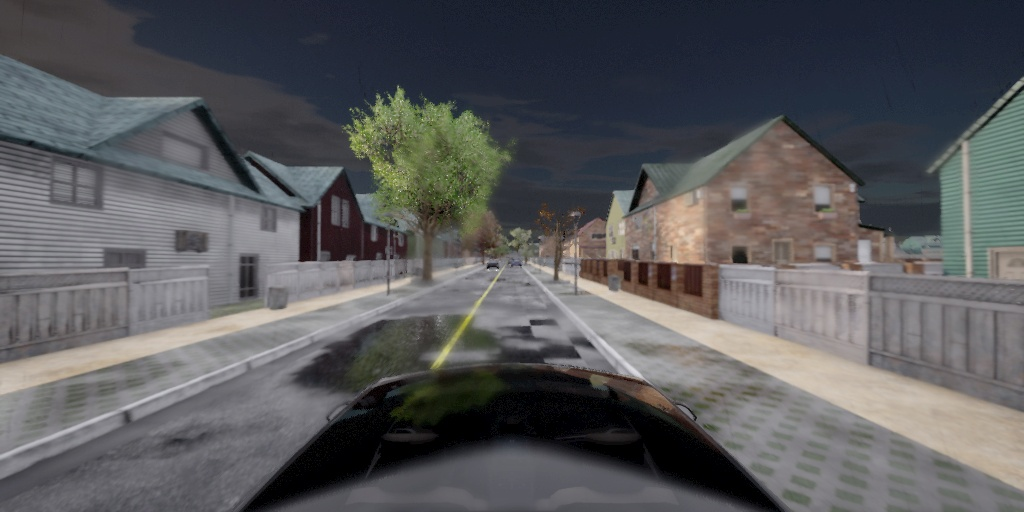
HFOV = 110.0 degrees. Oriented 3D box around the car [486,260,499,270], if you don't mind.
[{"bbox_3d":[-2.872,1.312,54.437,2.033,1.411,5.357,0,0,1],"label":"car"}]
